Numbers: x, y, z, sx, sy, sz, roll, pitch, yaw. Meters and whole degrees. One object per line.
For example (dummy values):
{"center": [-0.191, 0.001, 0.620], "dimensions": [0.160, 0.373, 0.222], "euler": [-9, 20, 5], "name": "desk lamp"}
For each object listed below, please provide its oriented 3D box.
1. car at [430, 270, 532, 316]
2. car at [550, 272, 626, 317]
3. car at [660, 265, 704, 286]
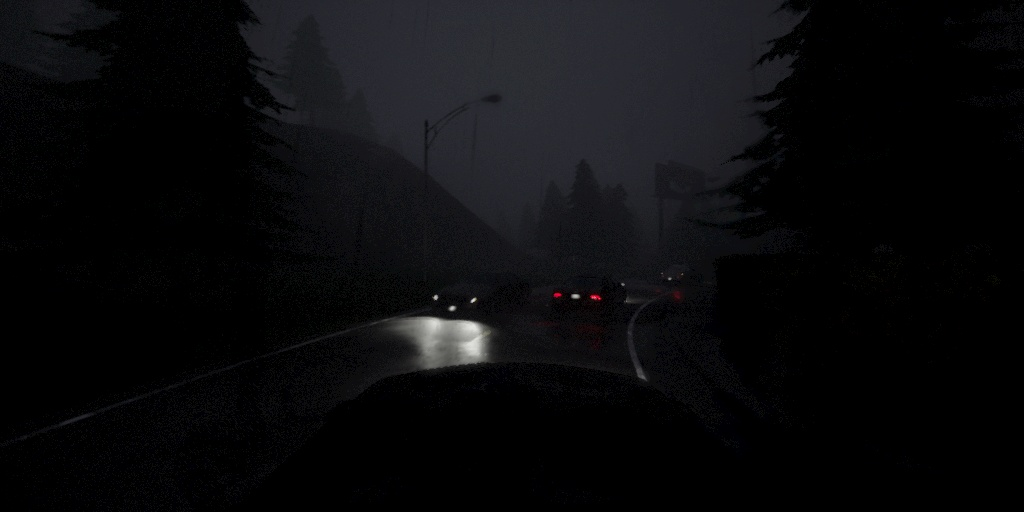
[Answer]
{"center": [-0.856, 1.265, 13.689], "dimensions": [2.033, 1.411, 5.357], "euler": [1, 0, 23], "name": "car"}
{"center": [3.027, 1.309, 13.407], "dimensions": [2.033, 1.411, 5.357], "euler": [1, 0, 25], "name": "car"}
{"center": [12.645, 1.371, 26.643], "dimensions": [4.674, 1.442, 1.812], "euler": [1, 0, -45], "name": "car"}
